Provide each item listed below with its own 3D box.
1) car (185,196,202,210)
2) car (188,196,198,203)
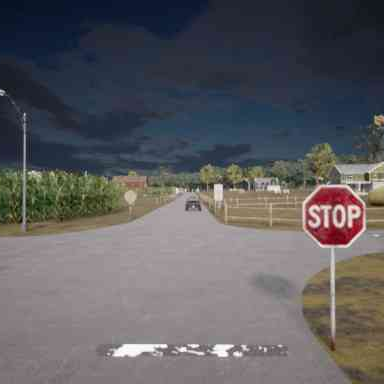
[{"bbox_3d":[0.165,1.495,41.920,1.837,1.490,4.892,0,0,0],"label":"car"},{"bbox_3d":[0.157,1.496,66.421,1.994,1.385,4.181,0,0,1],"label":"car"}]
